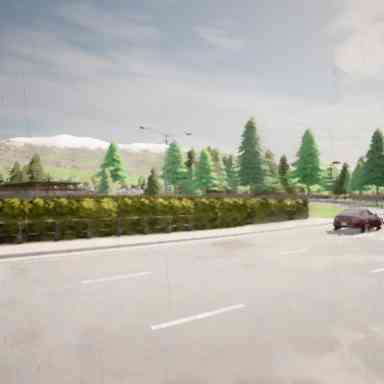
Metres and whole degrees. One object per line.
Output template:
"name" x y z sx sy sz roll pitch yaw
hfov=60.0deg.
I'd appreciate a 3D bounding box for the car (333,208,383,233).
"car" 10.640 1.762 21.310 4.674 1.442 1.812 1 0 -45
